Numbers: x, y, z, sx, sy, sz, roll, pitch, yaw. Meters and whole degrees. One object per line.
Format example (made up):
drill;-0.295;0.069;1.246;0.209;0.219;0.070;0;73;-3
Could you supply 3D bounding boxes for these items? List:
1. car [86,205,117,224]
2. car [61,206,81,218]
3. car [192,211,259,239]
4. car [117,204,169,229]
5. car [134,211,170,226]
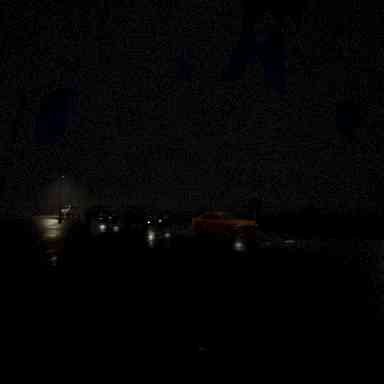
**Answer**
car;-10.448;2.514;38.126;2.150;2.045;5.566;1;-3;-35
car;-21.224;3.404;58.237;2.150;2.045;5.566;1;-3;-36
car;1.948;1.987;20.739;1.882;1.535;5.008;1;-3;-35
car;-4.224;2.118;29.406;2.150;2.045;5.566;1;-3;-36
car;-4.207;2.661;34.436;1.994;1.385;4.181;1;-3;-36
